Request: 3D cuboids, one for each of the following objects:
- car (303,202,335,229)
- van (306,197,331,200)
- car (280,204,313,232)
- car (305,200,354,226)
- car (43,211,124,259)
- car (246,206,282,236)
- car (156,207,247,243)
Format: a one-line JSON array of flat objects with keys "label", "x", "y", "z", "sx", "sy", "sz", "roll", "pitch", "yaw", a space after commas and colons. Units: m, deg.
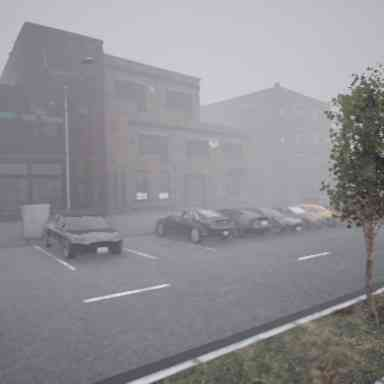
[{"label": "car", "x": 6.375, "y": 1.602, "z": 21.643, "sx": 2.002, "sy": 1.452, "sz": 4.674, "roll": 0, "pitch": 0, "yaw": -40}, {"label": "van", "x": 10.453, "y": 1.344, "z": 25.276, "sx": 1.878, "sy": 1.987, "sz": 4.442, "roll": 0, "pitch": 0, "yaw": -41}, {"label": "car", "x": 4.290, "y": 1.584, "z": 19.878, "sx": 2.163, "sy": 1.488, "sz": 4.792, "roll": 0, "pitch": 0, "yaw": -39}, {"label": "car", "x": 8.581, "y": 1.562, "z": 23.261, "sx": 1.946, "sy": 1.575, "sz": 5.366, "roll": 0, "pitch": 0, "yaw": -40}, {"label": "car", "x": -4.401, "y": 1.540, "z": 13.055, "sx": 2.163, "sy": 1.488, "sz": 4.792, "roll": 0, "pitch": 0, "yaw": -36}, {"label": "car", "x": 2.134, "y": 1.576, "z": 18.205, "sx": 2.163, "sy": 1.488, "sz": 4.792, "roll": 0, "pitch": 0, "yaw": -38}, {"label": "car", "x": 0.016, "y": 1.537, "z": 16.479, "sx": 2.231, "sy": 1.521, "sz": 4.892, "roll": 0, "pitch": 0, "yaw": -38}]
